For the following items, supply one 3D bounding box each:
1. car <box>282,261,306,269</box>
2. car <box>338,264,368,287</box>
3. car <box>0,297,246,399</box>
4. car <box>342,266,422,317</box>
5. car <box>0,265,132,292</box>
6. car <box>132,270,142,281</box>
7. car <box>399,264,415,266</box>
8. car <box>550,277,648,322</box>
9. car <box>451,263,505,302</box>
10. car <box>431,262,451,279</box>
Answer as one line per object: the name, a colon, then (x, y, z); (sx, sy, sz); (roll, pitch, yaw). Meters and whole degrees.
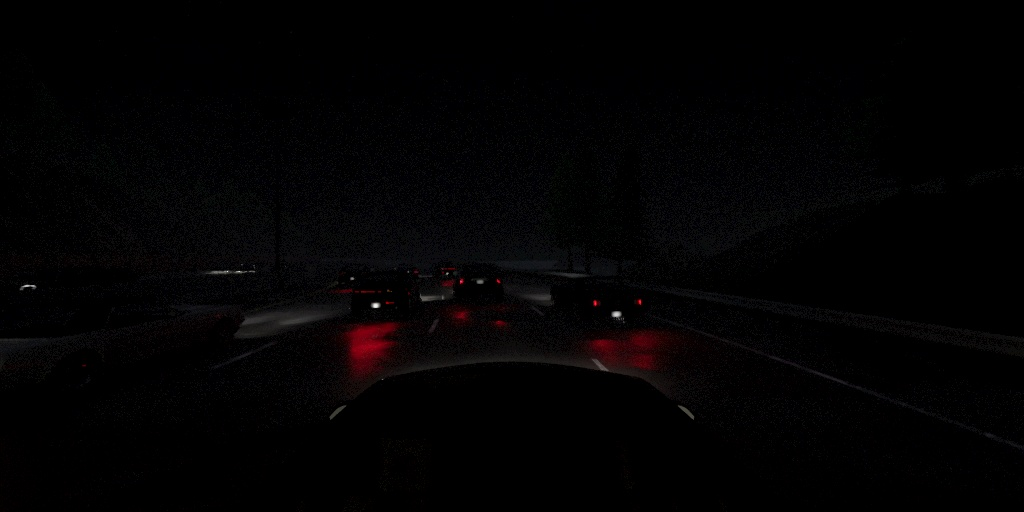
car: (-31.751, 1.453, 52.739); (1.882, 1.535, 5.008); (0, 0, -19)
car: (-10.940, 1.312, 25.366); (1.882, 1.535, 5.008); (0, 0, -17)
car: (-7.250, 1.395, 6.480); (1.895, 1.301, 4.718); (0, 0, -4)
car: (-4.614, 1.292, 13.579); (1.837, 1.490, 4.892); (0, 0, -9)
car: (-19.248, 1.220, 15.054); (2.097, 1.767, 4.553); (0, 0, -12)
car: (-24.457, 1.408, 21.327); (1.837, 1.490, 4.892); (0, 0, -18)
car: (-9.418, 1.380, 32.088); (2.033, 1.411, 5.357); (0, 0, -19)
car: (2.666, 1.347, 12.255); (1.895, 1.301, 4.718); (0, 0, -7)
car: (-1.726, 1.128, 17.296); (2.097, 1.767, 4.553); (0, 0, -10)
car: (-6.541, 1.324, 34.330); (1.837, 1.490, 4.892); (0, 0, -19)
